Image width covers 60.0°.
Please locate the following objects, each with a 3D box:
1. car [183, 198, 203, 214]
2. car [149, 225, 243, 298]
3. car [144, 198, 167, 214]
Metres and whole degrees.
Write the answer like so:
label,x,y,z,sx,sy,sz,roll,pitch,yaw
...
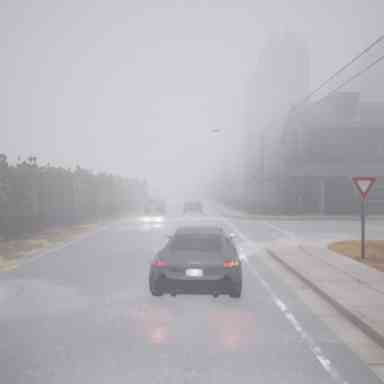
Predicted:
label,x,y,z,sx,sy,sz,roll,pitch,yaw
car,0.098,1.351,34.291,1.882,1.535,5.008,0,0,0
car,0.194,1.532,8.481,1.994,1.385,4.181,0,0,4
car,-3.582,1.369,33.236,2.128,1.511,4.902,0,0,0
